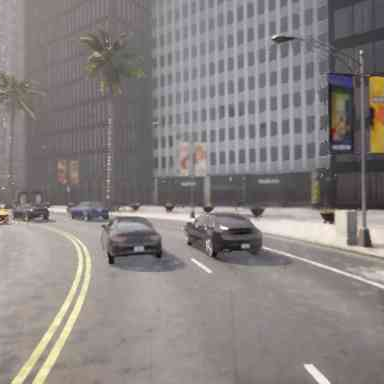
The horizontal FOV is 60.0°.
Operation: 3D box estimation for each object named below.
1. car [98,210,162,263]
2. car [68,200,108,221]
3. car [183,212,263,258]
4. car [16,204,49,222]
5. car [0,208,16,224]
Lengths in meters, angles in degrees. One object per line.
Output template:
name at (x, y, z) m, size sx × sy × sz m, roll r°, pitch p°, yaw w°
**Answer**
car at (-2.362, 1.623, 12.501) m, size 1.812 × 1.442 × 4.674 m, roll 0°, pitch 0°, yaw -18°
car at (-9.425, 1.632, 30.158) m, size 2.097 × 1.767 × 4.553 m, roll -1°, pitch 0°, yaw -43°
car at (1.027, 1.563, 13.266) m, size 1.837 × 1.490 × 4.892 m, roll 0°, pitch -1°, yaw -18°
car at (-14.915, 1.857, 30.508) m, size 4.892 × 1.490 × 1.837 m, roll -1°, pitch -1°, yaw 40°
car at (-16.741, 1.835, 27.304) m, size 5.008 × 1.535 × 1.882 m, roll -1°, pitch -1°, yaw 40°
